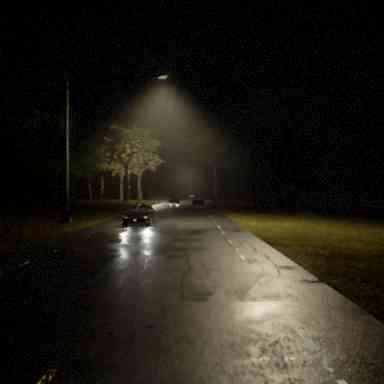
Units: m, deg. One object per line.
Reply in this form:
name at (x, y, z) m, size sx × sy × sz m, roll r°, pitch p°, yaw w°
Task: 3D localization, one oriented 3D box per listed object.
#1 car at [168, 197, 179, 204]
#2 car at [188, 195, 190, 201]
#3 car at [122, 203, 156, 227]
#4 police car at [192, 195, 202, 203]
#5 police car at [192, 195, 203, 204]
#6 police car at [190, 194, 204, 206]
car at (-3.512, 1.661, 65.436) m, size 1.994 × 1.385 × 4.181 m, roll 0°, pitch 0°, yaw 0°
car at (0.001, 1.549, 89.503) m, size 2.128 × 1.511 × 4.902 m, roll 0°, pitch 0°, yaw 0°
car at (-3.599, 1.529, 23.282) m, size 1.837 × 1.490 × 4.892 m, roll 0°, pitch 0°, yaw 0°
police car at (1.050, 1.534, 71.525) m, size 1.930 × 1.638 × 5.238 m, roll 0°, pitch 0°, yaw 0°
police car at (1.051, 1.527, 65.526) m, size 1.930 × 1.638 × 5.238 m, roll 0°, pitch 0°, yaw 0°
police car at (1.050, 1.509, 55.526) m, size 1.930 × 1.638 × 5.238 m, roll 0°, pitch 0°, yaw 0°
